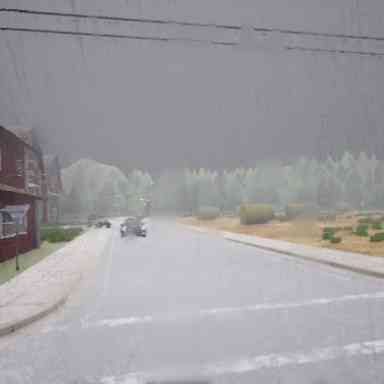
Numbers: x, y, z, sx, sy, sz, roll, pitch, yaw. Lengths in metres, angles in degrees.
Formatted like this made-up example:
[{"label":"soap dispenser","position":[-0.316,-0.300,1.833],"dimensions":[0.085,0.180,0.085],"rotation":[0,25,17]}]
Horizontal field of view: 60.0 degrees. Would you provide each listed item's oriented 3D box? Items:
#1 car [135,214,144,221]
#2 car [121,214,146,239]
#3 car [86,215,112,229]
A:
[{"label":"car","position":[-12.445,6.108,78.949],"dimensions":[1.837,1.490,4.892],"rotation":[-2,-3,-13]},{"label":"car","position":[-5.286,3.172,29.837],"dimensions":[2.097,1.767,4.553],"rotation":[-2,-3,-12]},{"label":"car","position":[-13.468,4.270,48.004],"dimensions":[3.866,1.878,1.905],"rotation":[-2,-8,35]}]
